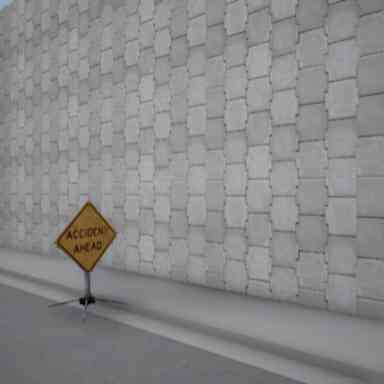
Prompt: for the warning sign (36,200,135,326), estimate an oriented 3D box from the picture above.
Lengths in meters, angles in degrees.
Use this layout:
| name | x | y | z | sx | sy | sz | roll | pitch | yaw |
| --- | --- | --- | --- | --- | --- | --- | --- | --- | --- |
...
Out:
| name | x | y | z | sx | sy | sz | roll | pitch | yaw |
| --- | --- | --- | --- | --- | --- | --- | --- | --- | --- |
| warning sign | -1.844 | 1.088 | 5.860 | 1.060 | 1.860 | 1.300 | 0 | 0 | 35 |
